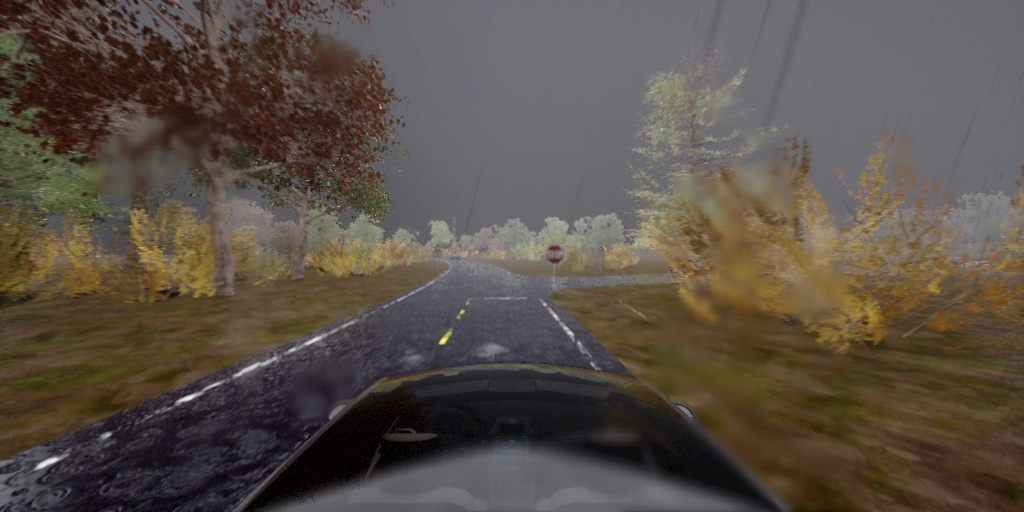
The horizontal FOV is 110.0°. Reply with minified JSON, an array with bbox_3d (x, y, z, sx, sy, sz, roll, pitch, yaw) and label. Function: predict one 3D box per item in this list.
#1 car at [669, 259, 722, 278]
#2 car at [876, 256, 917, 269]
[{"bbox_3d":[13.846,0.905,26.624,4.674,1.442,1.812,-1,1,-23],"label":"car"},{"bbox_3d":[41.269,0.665,38.317,4.718,1.301,1.895,-1,1,-23],"label":"car"}]
